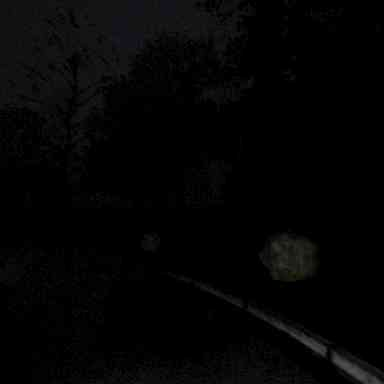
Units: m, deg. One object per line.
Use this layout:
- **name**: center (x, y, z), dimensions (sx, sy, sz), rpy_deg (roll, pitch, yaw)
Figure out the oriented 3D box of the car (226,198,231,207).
- **car**: center (6.742, 1.467, 51.028), dimensions (1.837, 1.490, 4.892), rpy_deg (-1, 0, 29)
